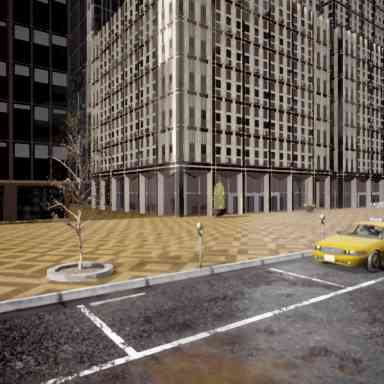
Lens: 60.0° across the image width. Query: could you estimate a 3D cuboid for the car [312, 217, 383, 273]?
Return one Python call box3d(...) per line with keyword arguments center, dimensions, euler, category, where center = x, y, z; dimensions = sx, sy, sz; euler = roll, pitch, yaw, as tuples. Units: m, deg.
box3d(center=(5.799, 1.525, 10.687), dimensions=(4.829, 1.417, 1.752), euler=(0, 0, -35), category="car")
